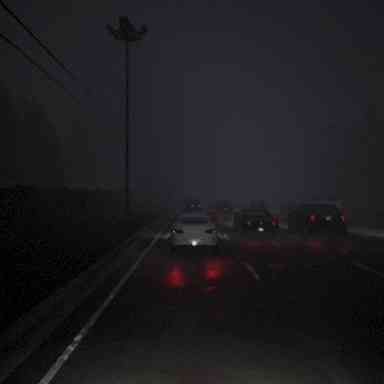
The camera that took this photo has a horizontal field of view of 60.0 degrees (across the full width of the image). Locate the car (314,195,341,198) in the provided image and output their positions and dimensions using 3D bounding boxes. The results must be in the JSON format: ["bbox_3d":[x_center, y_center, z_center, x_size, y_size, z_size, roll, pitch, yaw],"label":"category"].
[{"bbox_3d":[14.046,1.334,35.298,2.150,2.045,5.566,0,0,0],"label":"car"}]

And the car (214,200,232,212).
[{"bbox_3d":[3.529,1.645,37.240,1.812,1.442,4.674,0,0,0],"label":"car"}]

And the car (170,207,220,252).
[{"bbox_3d":[0.071,1.571,14.096,1.812,1.442,4.674,0,0,0],"label":"car"}]

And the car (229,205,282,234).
[{"bbox_3d":[3.571,1.664,19.494,1.895,1.301,4.718,0,0,0],"label":"car"}]

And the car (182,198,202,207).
[{"bbox_3d":[0.043,1.468,35.981,2.097,1.767,4.553,0,0,0],"label":"car"}]

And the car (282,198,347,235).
[{"bbox_3d":[7.070,1.415,19.349,2.097,1.767,4.553,0,0,0],"label":"car"}]

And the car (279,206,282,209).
[{"bbox_3d":[10.546,1.713,34.704,1.895,1.301,4.718,0,0,0],"label":"car"}]

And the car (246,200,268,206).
[{"bbox_3d":[7.044,1.608,36.254,2.128,1.511,4.902,0,0,0],"label":"car"}]
